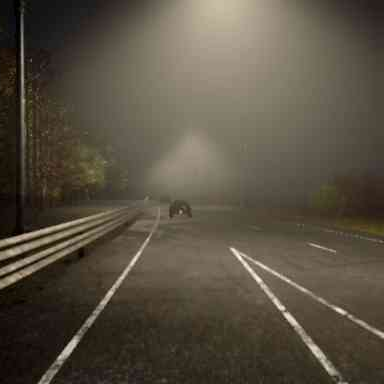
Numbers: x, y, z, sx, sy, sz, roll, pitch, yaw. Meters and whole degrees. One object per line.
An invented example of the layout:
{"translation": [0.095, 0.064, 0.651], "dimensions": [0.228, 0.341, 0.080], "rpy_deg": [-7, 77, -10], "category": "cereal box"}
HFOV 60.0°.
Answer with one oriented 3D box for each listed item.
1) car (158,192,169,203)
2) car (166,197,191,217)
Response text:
{"translation": [-5.053, 1.279, 61.618], "dimensions": [2.033, 1.411, 5.357], "rpy_deg": [0, 0, -10], "category": "car"}
{"translation": [-1.135, 1.408, 30.194], "dimensions": [1.837, 1.490, 4.892], "rpy_deg": [0, 0, -5], "category": "car"}
